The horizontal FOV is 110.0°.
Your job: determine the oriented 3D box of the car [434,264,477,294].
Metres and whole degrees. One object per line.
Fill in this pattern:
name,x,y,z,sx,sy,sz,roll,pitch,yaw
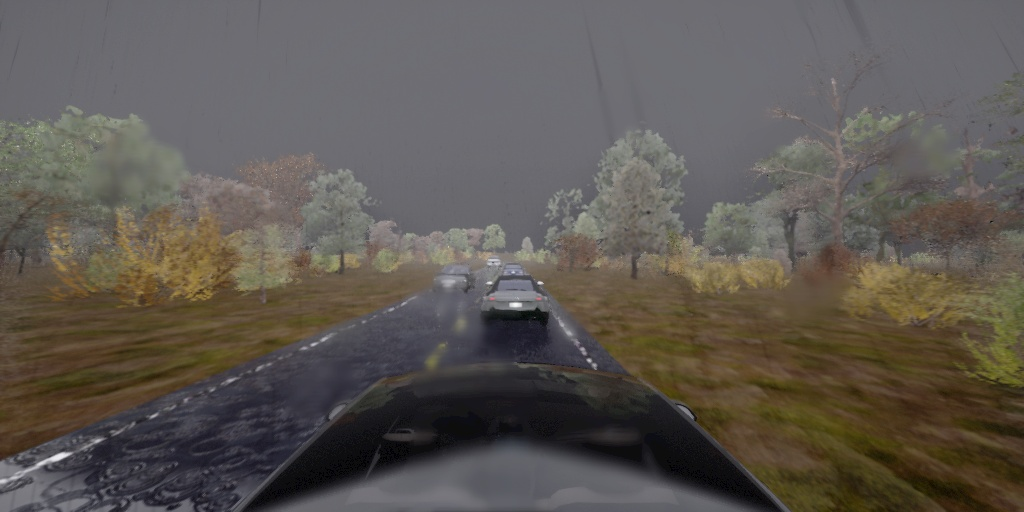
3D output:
car,-3.097,1.243,20.222,2.128,1.511,4.902,0,0,0

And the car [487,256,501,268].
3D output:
car,-3.025,0.975,60.965,2.150,2.045,5.566,0,0,1

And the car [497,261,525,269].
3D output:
car,0.098,1.299,29.710,2.033,1.411,5.357,0,0,0

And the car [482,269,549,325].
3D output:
car,0.102,1.314,11.852,1.994,1.385,4.181,0,0,0
